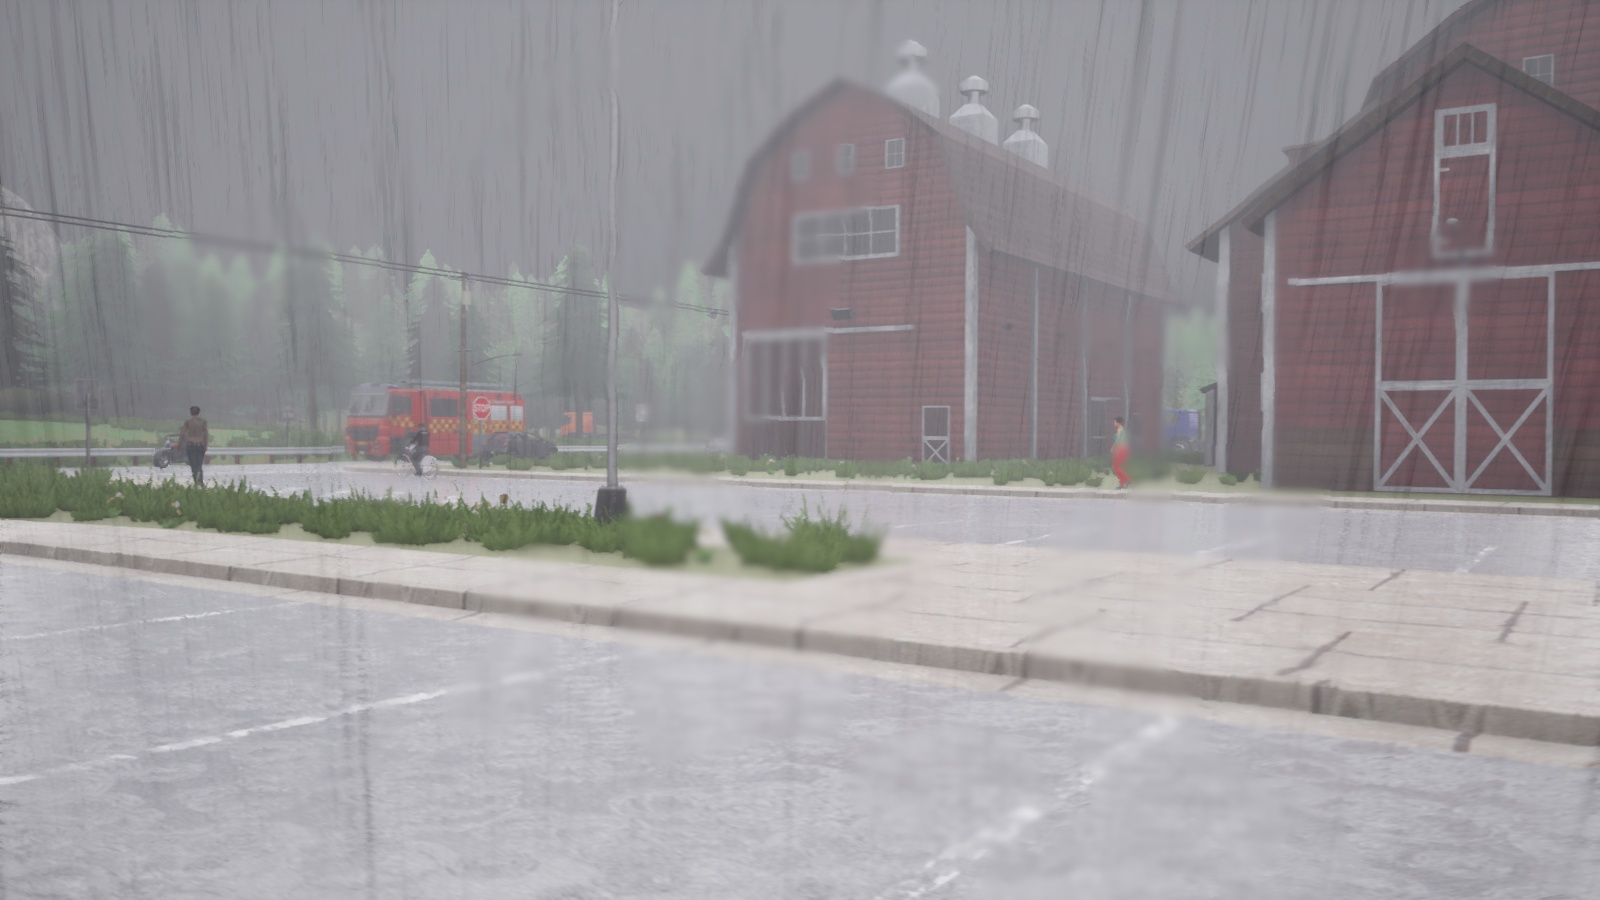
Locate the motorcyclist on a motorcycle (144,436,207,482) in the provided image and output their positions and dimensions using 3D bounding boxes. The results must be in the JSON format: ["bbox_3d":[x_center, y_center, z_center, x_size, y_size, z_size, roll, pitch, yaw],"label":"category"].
[{"bbox_3d":[-23.728,0.323,47.783,0.766,1.649,2.350,1,1,16],"label":"motorcyclist on a motorcycle"}]

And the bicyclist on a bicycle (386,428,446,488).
[{"bbox_3d":[-11.602,0.241,37.926,1.843,1.776,0.659,0,1,33],"label":"bicyclist on a bicycle"}]

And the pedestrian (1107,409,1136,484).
[{"bbox_3d":[7.950,-0.092,31.041,0.594,1.836,0.345,0,1,31],"label":"pedestrian"}]

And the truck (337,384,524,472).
[{"bbox_3d":[-17.156,-1.003,58.940,2.891,3.827,8.468,0,1,34],"label":"truck"}]

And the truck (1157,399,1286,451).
[{"bbox_3d":[28.973,-1.685,86.540,7.936,3.462,2.891,0,1,33],"label":"truck"}]

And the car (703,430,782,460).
[{"bbox_3d":[-3.297,-0.321,73.193,2.242,1.667,4.611,0,1,34],"label":"car"}]

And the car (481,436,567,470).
[{"bbox_3d":[-12.925,0.131,58.946,1.845,1.501,3.633,0,1,34],"label":"car"}]

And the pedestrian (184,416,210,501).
[{"bbox_3d":[-12.937,0.180,26.927,0.328,1.805,0.869,-1,1,-37],"label":"pedestrian"}]
